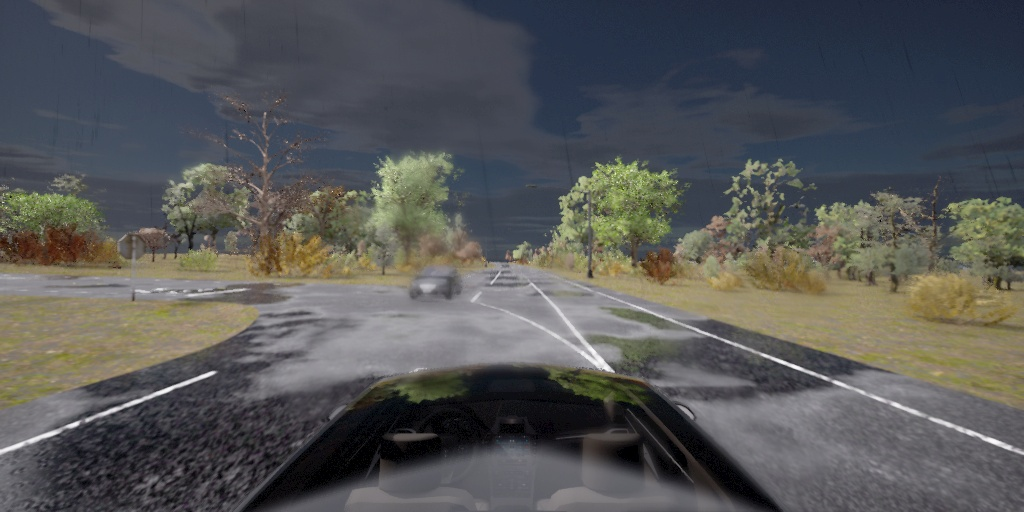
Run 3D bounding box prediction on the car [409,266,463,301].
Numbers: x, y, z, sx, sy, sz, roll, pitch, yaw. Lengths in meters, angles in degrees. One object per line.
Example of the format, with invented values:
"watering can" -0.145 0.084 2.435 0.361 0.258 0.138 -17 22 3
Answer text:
"car" -3.496 1.214 17.250 2.128 1.511 4.902 1 -1 0
